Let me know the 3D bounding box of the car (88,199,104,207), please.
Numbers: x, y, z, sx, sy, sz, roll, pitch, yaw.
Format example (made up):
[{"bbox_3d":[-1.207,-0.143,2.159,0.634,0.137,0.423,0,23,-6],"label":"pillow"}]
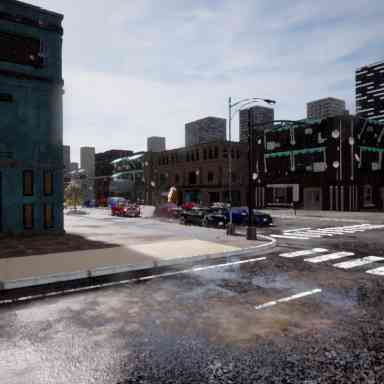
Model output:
[{"bbox_3d":[-19.643,2.227,67.887,1.887,1.381,4.507,-1,0,-35],"label":"car"}]

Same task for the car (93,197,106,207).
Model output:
[{"bbox_3d":[-16.442,1.939,63.375,2.192,1.841,5.009,-1,0,-35],"label":"car"}]

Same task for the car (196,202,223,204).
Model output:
[{"bbox_3d":[2.805,1.809,36.307,2.008,1.369,4.403,-2,0,-35],"label":"car"}]

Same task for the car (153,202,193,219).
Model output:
[{"bbox_3d":[-2.217,1.887,33.393,1.994,1.385,4.181,-1,0,-36],"label":"car"}]

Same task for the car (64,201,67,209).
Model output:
[{"bbox_3d":[-23.167,2.232,58.380,1.752,1.417,4.829,-1,0,-35],"label":"car"}]

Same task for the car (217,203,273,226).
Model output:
[{"bbox_3d":[3.947,1.765,24.638,1.994,1.385,4.181,-1,0,-34],"label":"car"}]

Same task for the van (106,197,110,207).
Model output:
[{"bbox_3d":[-13.234,1.907,58.864,1.690,1.788,3.998,-1,0,-35],"label":"van"}]

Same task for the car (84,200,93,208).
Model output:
[{"bbox_3d":[-19.493,2.194,63.237,1.812,1.442,4.674,-1,0,-35],"label":"car"}]

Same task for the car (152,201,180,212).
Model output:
[{"bbox_3d":[-3.607,1.966,45.330,1.802,1.307,4.206,-2,0,-35],"label":"car"}]

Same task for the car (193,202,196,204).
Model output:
[{"bbox_3d":[-0.401,1.903,40.819,1.802,1.307,4.206,-2,0,-35],"label":"car"}]

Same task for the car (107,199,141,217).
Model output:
[{"bbox_3d":[-7.233,1.846,35.962,1.967,1.590,4.097,-1,0,-35],"label":"car"}]

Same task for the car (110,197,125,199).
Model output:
[{"bbox_3d":[-8.263,1.793,41.913,2.097,1.767,4.553,-1,0,-35],"label":"car"}]

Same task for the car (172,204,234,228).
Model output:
[{"bbox_3d":[0.711,1.814,24.581,1.947,1.339,4.313,-2,0,-35],"label":"car"}]
